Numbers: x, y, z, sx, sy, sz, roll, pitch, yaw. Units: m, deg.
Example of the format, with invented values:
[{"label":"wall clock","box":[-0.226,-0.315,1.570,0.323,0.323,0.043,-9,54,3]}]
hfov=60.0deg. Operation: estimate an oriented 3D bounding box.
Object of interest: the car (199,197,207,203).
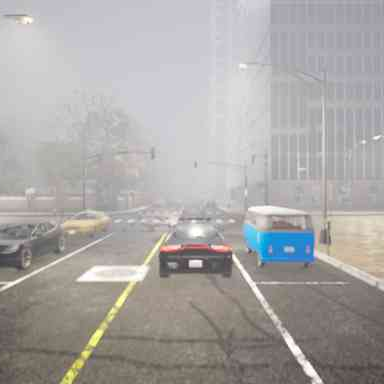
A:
[{"label":"car","box":[2.681,1.982,83.544,1.967,1.590,4.097,0,0,0]}]

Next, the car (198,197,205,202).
[{"label":"car","box":[2.680,2.129,95.079,1.752,1.417,4.829,0,0,0]}]

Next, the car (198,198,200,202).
[{"label":"car","box":[2.682,2.076,77.862,1.947,1.339,4.313,0,0,0]}]

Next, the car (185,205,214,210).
[{"label":"car","box":[0.098,1.702,20.476,1.994,1.385,4.181,0,0,0]}]

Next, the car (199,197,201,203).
[{"label":"car","box":[2.685,1.931,55.138,1.947,1.339,4.313,0,0,0]}]

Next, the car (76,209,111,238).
[{"label":"car","box":[-5.820,1.651,18.564,1.752,1.417,4.829,0,0,0]}]

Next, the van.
[{"label":"van","box":[2.773,1.419,11.334,1.690,1.788,3.998,0,0,0]}]

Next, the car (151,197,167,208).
[{"label":"car","box":[-5.696,1.910,55.134,1.887,1.381,4.507,0,0,0]}]

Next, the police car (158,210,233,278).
[{"label":"police car","box":[0.096,1.578,10.534,2.038,1.542,4.974,0,0,0]}]

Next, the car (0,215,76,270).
[{"label":"car","box":[-5.771,1.644,11.330,1.947,1.339,4.313,0,0,0]}]

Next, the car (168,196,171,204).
[{"label":"car","box":[-5.698,1.790,72.184,2.192,1.841,5.009,0,0,0]}]

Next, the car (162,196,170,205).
[{"label":"car","box":[-5.697,1.953,60.817,2.008,1.369,4.403,0,0,0]}]

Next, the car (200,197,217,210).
[{"label":"car","box":[2.686,1.768,49.458,1.967,1.590,4.097,0,0,0]}]
